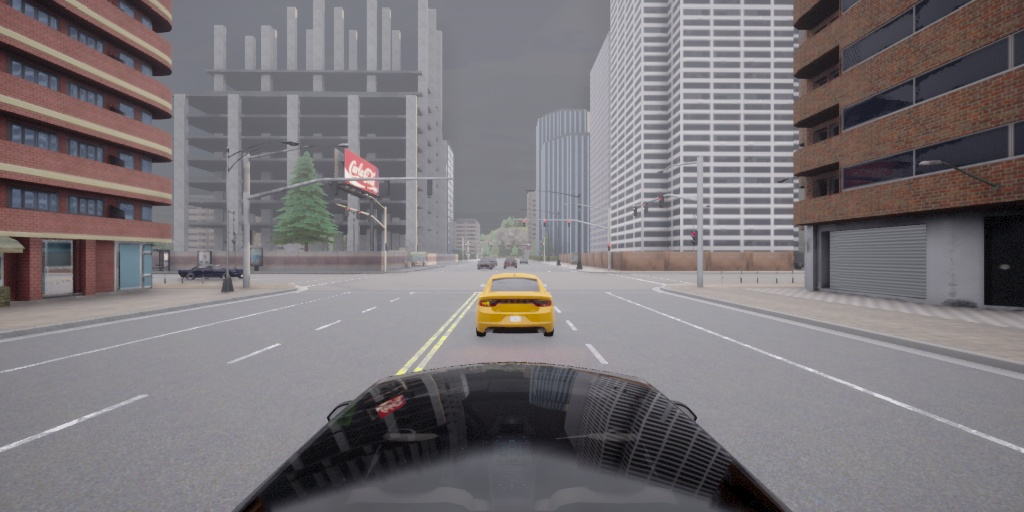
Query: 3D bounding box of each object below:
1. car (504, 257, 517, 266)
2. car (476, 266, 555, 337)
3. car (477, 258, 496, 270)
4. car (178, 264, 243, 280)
[{"bbox_3d":[-0.251,1.102,61.126,2.097,1.767,4.553,0,0,0],"label":"car"},{"bbox_3d":[0.061,1.228,10.345,1.882,1.535,5.008,0,0,0],"label":"car"},{"bbox_3d":[-3.885,1.102,52.614,2.097,1.767,4.553,0,0,0],"label":"car"},{"bbox_3d":[-24.932,1.351,30.172,4.718,1.301,1.895,0,0,-1],"label":"car"}]
